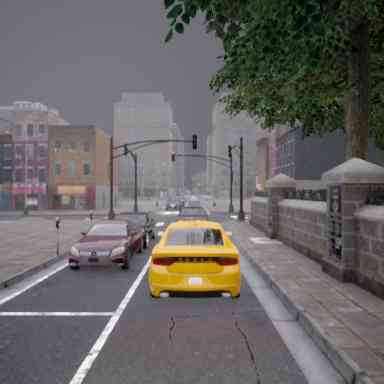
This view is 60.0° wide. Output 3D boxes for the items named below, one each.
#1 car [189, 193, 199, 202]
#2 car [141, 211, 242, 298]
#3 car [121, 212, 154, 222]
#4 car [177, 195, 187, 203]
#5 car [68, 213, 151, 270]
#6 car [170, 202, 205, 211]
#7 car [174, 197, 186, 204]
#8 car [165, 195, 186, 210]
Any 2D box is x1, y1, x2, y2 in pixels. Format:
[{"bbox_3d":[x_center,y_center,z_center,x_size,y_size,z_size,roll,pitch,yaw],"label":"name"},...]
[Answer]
[{"bbox_3d":[0.368,1.484,66.839,1.812,1.442,4.674,0,0,0],"label":"car"},{"bbox_3d":[0.076,1.474,8.561,1.882,1.535,5.008,0,0,0],"label":"car"},{"bbox_3d":[-2.621,1.559,14.629,1.947,1.339,4.313,0,0,0],"label":"car"},{"bbox_3d":[-2.132,1.454,71.825,1.837,1.490,4.892,0,0,0],"label":"car"},{"bbox_3d":[-2.625,1.577,10.967,1.802,1.307,4.206,0,0,0],"label":"car"},{"bbox_3d":[0.026,1.539,19.051,2.033,1.411,5.357,0,0,0],"label":"car"},{"bbox_3d":[-2.201,1.563,61.624,1.895,1.301,4.718,0,0,0],"label":"car"},{"bbox_3d":[-2.239,1.467,41.628,2.128,1.511,4.902,0,0,0],"label":"car"}]
